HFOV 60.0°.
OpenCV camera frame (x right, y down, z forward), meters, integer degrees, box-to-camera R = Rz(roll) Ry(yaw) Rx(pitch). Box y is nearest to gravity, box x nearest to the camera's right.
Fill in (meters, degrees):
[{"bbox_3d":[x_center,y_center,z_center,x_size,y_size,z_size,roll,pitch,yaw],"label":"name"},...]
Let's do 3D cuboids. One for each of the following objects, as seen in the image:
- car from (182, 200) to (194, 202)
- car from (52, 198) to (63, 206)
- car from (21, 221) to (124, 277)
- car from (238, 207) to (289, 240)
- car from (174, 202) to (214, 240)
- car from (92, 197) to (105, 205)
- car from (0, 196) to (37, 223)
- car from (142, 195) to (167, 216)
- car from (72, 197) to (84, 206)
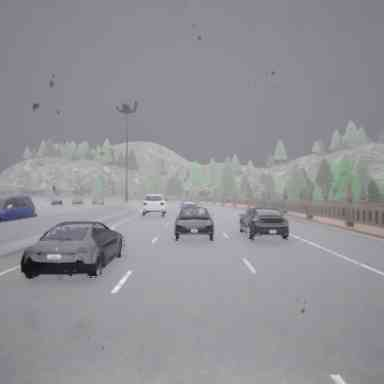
[{"bbox_3d":[-0.414,1.578,35.197,1.812,1.442,4.674,0,0,-5],"label":"car"},{"bbox_3d":[-24.075,1.790,59.529,1.895,1.301,4.718,0,0,-22],"label":"car"},{"bbox_3d":[-3.400,1.571,10.227,1.994,1.385,4.181,0,0,0],"label":"car"},{"bbox_3d":[3.599,1.520,17.212,1.837,1.490,4.892,0,0,0],"label":"car"},{"bbox_3d":[0.099,1.507,17.121,2.128,1.511,4.902,0,0,0],"label":"car"},{"bbox_3d":[-17.116,1.666,60.752,2.128,1.511,4.902,0,0,-20],"label":"car"},{"bbox_3d":[-10.610,1.239,18.224,2.150,2.045,5.566,0,0,0],"label":"car"},{"bbox_3d":[-3.735,1.270,33.365,2.150,2.045,5.566,0,0,-4],"label":"car"},{"bbox_3d":[-20.793,1.696,60.635,1.837,1.490,4.892,0,0,-21],"label":"car"}]
